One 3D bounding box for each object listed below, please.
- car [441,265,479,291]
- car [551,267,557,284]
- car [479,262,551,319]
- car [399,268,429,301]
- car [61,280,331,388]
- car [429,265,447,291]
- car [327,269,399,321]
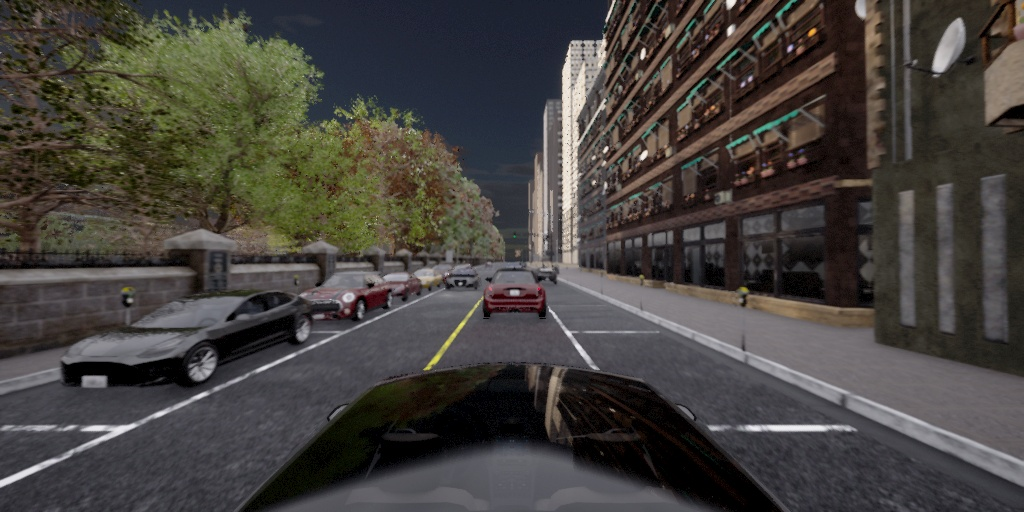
[{"bbox_3d":[-3.114,1.497,23.695,1.994,1.385,4.181,0,0,0],"label":"car"},{"bbox_3d":[2.671,1.531,29.226,2.007,1.370,4.403,0,0,0],"label":"car"},{"bbox_3d":[0.088,1.199,13.477,2.097,1.767,4.553,0,0,0],"label":"car"},{"bbox_3d":[-5.701,1.468,18.142,1.802,1.307,4.207,0,0,0],"label":"car"},{"bbox_3d":[-5.695,1.360,7.065,1.948,1.339,4.313,0,0,0],"label":"car"},{"bbox_3d":[-5.705,1.458,23.510,1.751,1.417,4.829,0,0,0],"label":"car"},{"bbox_3d":[-5.698,1.279,12.603,1.967,1.591,4.097,0,0,0],"label":"car"}]
